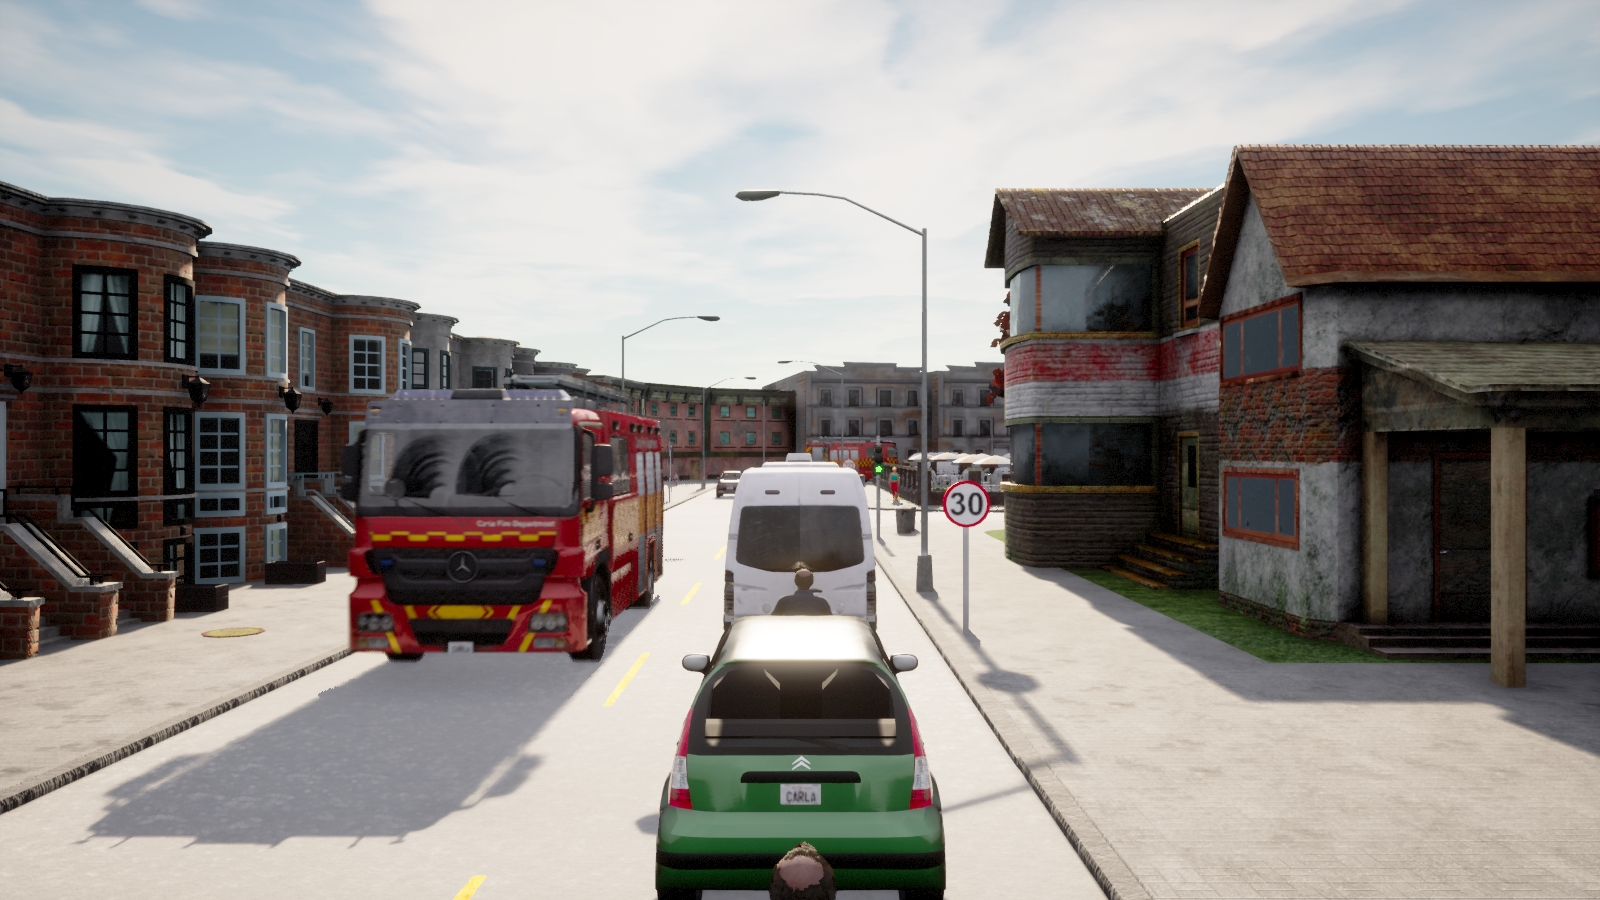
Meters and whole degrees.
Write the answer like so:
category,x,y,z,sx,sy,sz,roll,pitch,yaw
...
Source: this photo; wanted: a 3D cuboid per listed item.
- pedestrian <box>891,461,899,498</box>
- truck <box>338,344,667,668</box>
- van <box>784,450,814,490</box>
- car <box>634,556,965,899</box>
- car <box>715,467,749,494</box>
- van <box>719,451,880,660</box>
category,x,y,z,sx,sy,sz,roll,pitch,yaw
pedestrian,4.768,1.494,57.334,0.375,1.860,0.375,0,0,0
truck,-4.004,0.663,17.725,2.891,3.827,8.468,0,0,0
van,-0.059,1.286,76.777,1.988,2.561,5.915,0,0,0
car,-0.003,1.776,8.384,1.851,1.617,3.988,0,0,0
car,-4.014,1.781,67.520,1.789,1.549,3.705,0,0,0
van,-0.006,1.308,17.043,1.988,2.561,5.915,0,0,0
